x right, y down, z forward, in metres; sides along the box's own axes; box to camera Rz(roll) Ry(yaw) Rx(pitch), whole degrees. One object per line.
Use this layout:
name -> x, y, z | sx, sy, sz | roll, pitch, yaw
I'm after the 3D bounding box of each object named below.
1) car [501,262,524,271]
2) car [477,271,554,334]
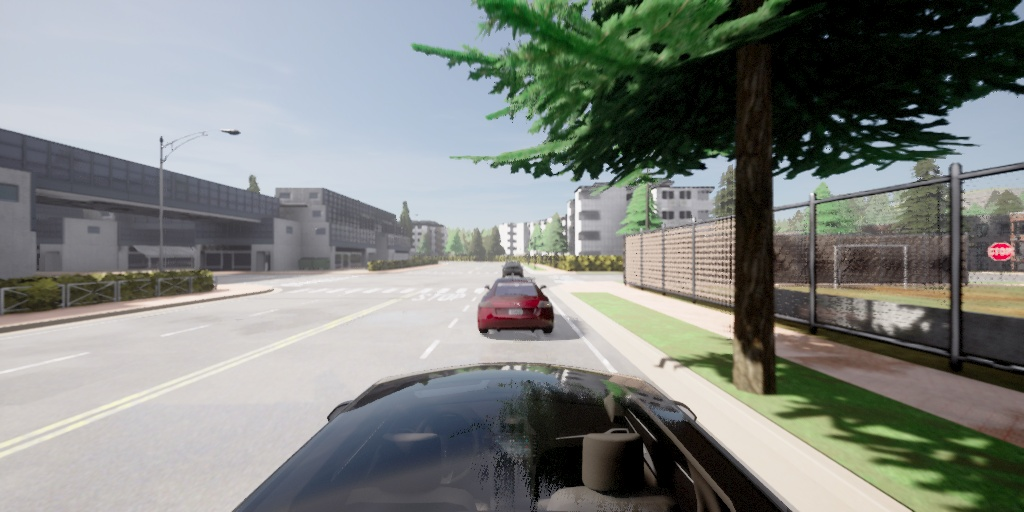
car -> 0.059, 1.271, 33.225 | 1.837, 1.490, 4.892 | 0, 0, 0
car -> 0.094, 1.318, 10.604 | 1.994, 1.385, 4.181 | 0, 0, 0
